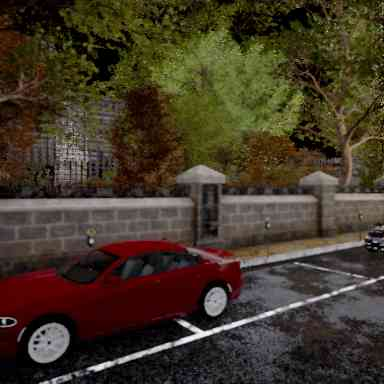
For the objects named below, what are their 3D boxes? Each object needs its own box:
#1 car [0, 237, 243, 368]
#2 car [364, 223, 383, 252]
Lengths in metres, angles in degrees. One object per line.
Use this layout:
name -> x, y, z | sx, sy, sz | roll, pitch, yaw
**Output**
car -> -1.116, 1.540, 5.759 | 4.507, 1.381, 1.887 | 0, 0, -36
car -> 8.133, 1.518, 12.367 | 4.403, 1.369, 2.008 | 0, 1, -36
